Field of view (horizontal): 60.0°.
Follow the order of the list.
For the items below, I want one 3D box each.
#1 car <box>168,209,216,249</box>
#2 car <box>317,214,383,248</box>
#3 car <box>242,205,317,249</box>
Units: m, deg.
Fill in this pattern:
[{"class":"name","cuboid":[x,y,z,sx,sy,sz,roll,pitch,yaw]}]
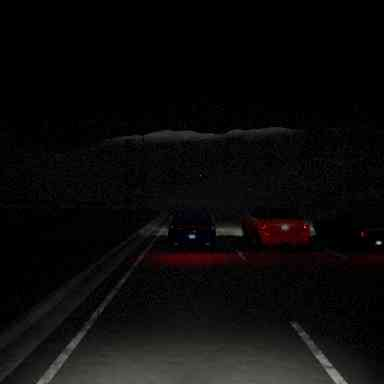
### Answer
[{"class":"car","cuboid":[0.000,1.482,14.650,1.882,1.535,5.008,0,0,0]},{"class":"car","cuboid":[7.000,1.614,14.680,1.895,1.301,4.718,0,0,0]},{"class":"car","cuboid":[3.500,1.363,14.620,2.097,1.767,4.553,0,0,0]}]
